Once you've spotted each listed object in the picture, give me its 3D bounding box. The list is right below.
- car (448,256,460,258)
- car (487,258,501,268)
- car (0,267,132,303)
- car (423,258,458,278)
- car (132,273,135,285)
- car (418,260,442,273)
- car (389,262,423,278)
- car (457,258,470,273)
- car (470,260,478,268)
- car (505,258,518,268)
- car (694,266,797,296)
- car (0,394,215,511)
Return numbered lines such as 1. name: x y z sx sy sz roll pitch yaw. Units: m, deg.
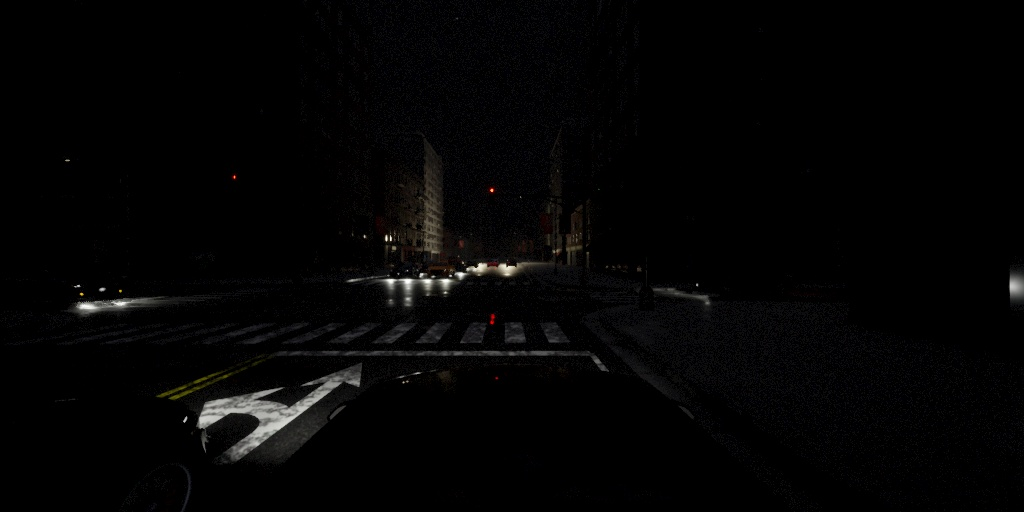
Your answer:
1. car: -9.910 0.964 60.467 2.150 2.045 5.566 0 0 0
2. car: -3.344 1.341 62.677 1.895 1.301 4.718 0 0 0
3. car: -20.182 1.307 16.038 4.181 1.385 1.994 0 0 3
4. car: -6.647 1.226 33.921 1.882 1.535 5.008 0 0 0
5. car: -25.404 1.330 21.630 4.313 1.339 1.948 0 0 0
6. car: -9.910 1.272 43.647 1.812 1.442 4.674 0 0 0
7. car: -9.897 1.274 33.546 1.812 1.442 4.674 0 0 0
8. car: -6.662 1.310 43.855 1.994 1.385 4.181 0 0 0
9. car: -6.663 1.304 58.894 1.994 1.385 4.181 0 0 0
10. car: -0.093 1.245 62.235 1.837 1.490 4.892 0 0 0
11. car: 12.425 1.292 19.298 4.892 1.490 1.837 -1 0 1
12. car: -3.243 1.276 0.818 1.812 1.442 4.674 0 0 0
